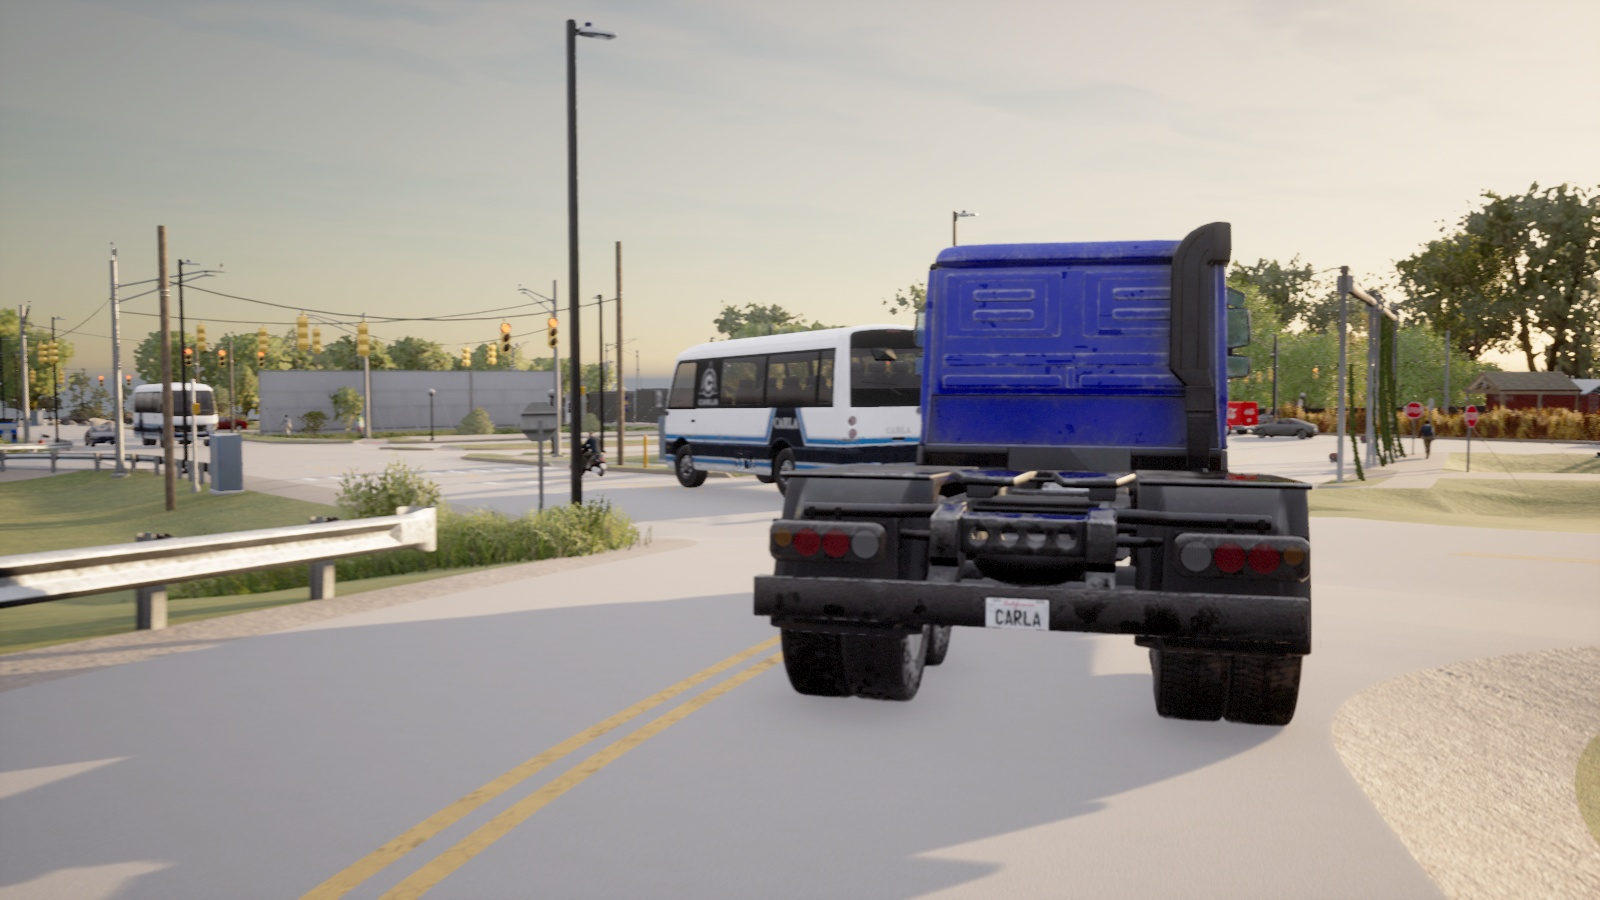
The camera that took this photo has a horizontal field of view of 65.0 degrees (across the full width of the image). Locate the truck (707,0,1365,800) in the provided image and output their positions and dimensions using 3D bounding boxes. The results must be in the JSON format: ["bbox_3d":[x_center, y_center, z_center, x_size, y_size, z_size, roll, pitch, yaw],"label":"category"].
[{"bbox_3d":[1.956,-0.277,9.571,2.891,3.462,7.936,1,1,14],"label":"truck"}]

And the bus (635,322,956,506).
[{"bbox_3d":[-0.535,-1.005,34.434,3.944,4.253,10.273,-2,2,-32],"label":"bus"}]

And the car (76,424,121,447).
[{"bbox_3d":[-48.444,-1.042,86.699,2.033,1.411,5.357,-3,3,-36],"label":"car"}]

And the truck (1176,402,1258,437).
[{"bbox_3d":[31.021,-2.266,93.461,2.627,2.467,5.204,-3,2,-37],"label":"truck"}]

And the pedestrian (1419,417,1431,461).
[{"bbox_3d":[28.341,-0.489,56.958,0.423,1.949,0.788,2,4,26],"label":"pedestrian"}]

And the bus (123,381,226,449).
[{"bbox_3d":[-42.074,-2.424,84.232,3.944,4.253,10.273,-3,3,-39],"label":"bus"}]

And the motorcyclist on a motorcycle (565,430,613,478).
[{"bbox_3d":[-7.354,0.123,43.718,0.866,1.590,1.817,-3,3,-39],"label":"motorcyclist on a motorcycle"}]

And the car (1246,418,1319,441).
[{"bbox_3d":[32.890,-1.419,85.614,4.181,1.385,1.994,2,4,39],"label":"car"}]
